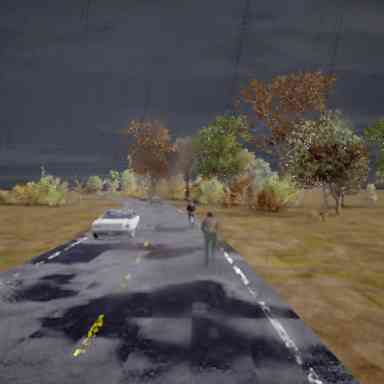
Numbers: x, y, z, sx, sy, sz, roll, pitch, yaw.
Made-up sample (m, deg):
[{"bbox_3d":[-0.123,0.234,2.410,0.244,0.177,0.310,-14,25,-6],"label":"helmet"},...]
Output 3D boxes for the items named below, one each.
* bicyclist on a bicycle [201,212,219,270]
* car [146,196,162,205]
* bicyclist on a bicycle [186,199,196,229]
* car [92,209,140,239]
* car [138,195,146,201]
[{"bbox_3d":[0.545,1.420,9.931,0.582,1.620,1.656,0,0,-2],"label":"bicyclist on a bicycle"},{"bbox_3d":[-6.161,1.372,55.812,1.812,1.442,4.674,0,0,-12],"label":"car"},{"bbox_3d":[-0.045,1.309,19.651,0.659,1.776,1.843,0,0,-4],"label":"bicyclist on a bicycle"},{"bbox_3d":[-3.791,1.550,17.159,1.895,1.301,4.718,0,0,-4],"label":"car"},{"bbox_3d":[-10.579,1.406,72.983,1.895,1.301,4.718,0,0,-17],"label":"car"}]
